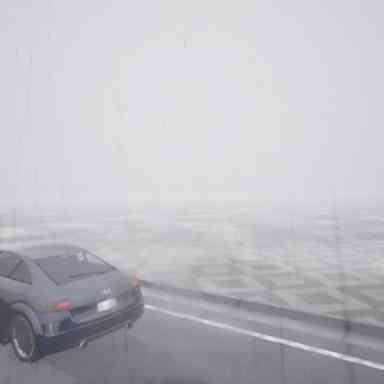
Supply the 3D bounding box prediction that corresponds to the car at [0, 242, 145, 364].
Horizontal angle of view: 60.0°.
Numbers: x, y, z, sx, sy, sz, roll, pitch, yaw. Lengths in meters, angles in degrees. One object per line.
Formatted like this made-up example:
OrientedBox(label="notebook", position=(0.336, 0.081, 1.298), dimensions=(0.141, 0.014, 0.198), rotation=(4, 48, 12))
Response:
OrientedBox(label="car", position=(-2.866, 1.626, 6.015), dimensions=(4.181, 1.385, 1.994), rotation=(-1, 0, 36))
